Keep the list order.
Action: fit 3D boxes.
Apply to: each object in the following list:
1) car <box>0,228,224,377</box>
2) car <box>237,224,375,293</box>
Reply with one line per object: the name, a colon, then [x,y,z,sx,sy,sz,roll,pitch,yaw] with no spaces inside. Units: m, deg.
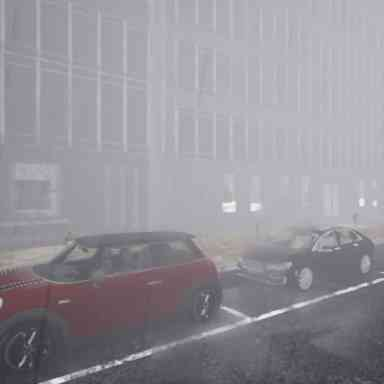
car: [-1.501,1.443,5.489,4.097,1.590,1.967,0,0,-35]
car: [3.135,1.562,8.790,4.403,1.369,2.008,0,0,-35]
